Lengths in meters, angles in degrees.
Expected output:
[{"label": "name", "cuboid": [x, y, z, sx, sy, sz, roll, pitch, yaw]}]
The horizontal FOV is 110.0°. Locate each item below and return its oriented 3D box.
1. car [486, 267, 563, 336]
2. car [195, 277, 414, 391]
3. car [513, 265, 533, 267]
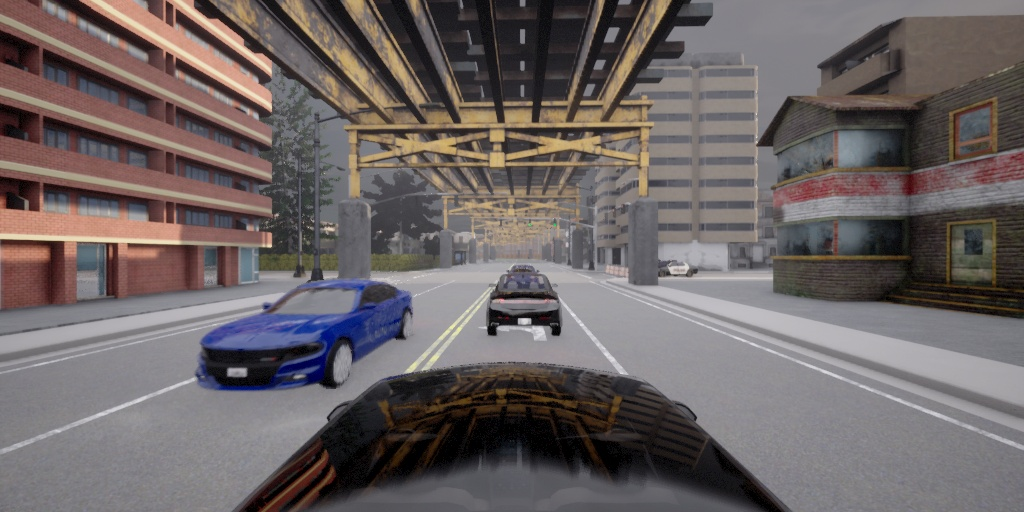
[{"label": "car", "cuboid": [0.325, 1.231, 10.372, 2.128, 1.511, 4.902, 0, 0, 1]}, {"label": "car", "cuboid": [-3.464, 1.223, 7.110, 1.882, 1.535, 5.008, 0, 0, 2]}, {"label": "car", "cuboid": [0.632, 1.236, 21.160, 1.812, 1.442, 4.674, 0, 0, 2]}]
